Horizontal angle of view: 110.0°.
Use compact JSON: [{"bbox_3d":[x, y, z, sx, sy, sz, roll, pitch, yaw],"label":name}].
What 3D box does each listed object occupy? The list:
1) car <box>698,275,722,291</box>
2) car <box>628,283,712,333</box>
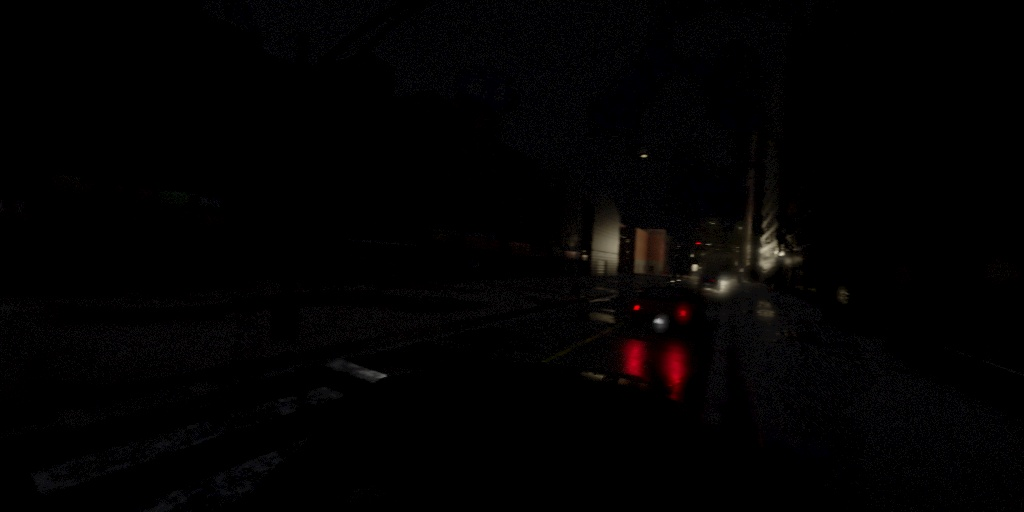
[{"bbox_3d":[19.562,2.574,35.453,1.882,1.535,5.008,3,0,32],"label":"car"},{"bbox_3d":[5.612,1.737,12.558,1.895,1.301,4.718,3,0,33],"label":"car"}]
